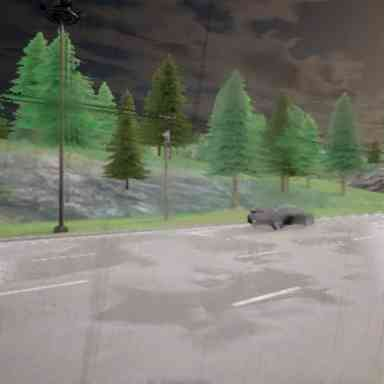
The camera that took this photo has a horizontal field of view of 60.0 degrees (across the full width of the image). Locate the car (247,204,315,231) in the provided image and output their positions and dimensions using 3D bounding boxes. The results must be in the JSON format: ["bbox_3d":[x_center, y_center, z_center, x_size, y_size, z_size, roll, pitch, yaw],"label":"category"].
[{"bbox_3d":[5.630,1.500,20.753,4.902,1.511,2.128,0,0,-35],"label":"car"}]
